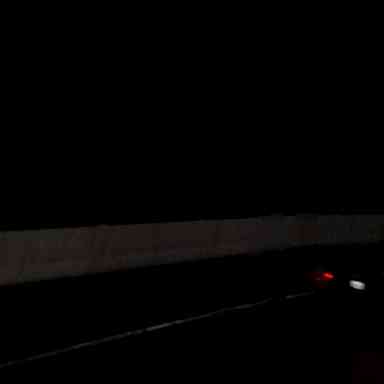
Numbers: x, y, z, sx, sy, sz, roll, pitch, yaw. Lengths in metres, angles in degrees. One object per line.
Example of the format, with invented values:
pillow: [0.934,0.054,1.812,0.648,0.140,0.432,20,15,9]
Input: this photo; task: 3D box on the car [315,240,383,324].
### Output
car: [4.911,1.579,6.602,5.357,1.411,2.033,0,0,-28]
